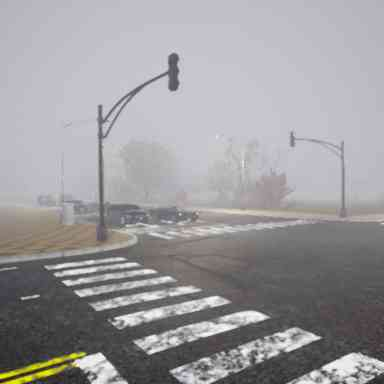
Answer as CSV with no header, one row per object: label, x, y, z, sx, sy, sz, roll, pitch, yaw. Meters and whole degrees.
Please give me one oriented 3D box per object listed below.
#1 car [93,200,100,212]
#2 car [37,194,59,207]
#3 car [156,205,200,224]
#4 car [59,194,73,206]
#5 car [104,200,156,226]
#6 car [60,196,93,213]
car,-10.996,1.650,40.188,1.895,1.301,4.718,-1,1,-33
car,-23.543,1.413,53.724,2.150,2.045,5.566,-1,1,-33
car,-1.374,1.635,25.350,1.895,1.301,4.718,-1,1,-33
car,-20.817,1.372,55.492,2.150,2.045,5.566,-1,1,-33
car,-4.846,1.592,24.722,1.837,1.490,4.892,-1,1,-34
car,-13.097,1.578,37.452,1.882,1.535,5.008,-1,1,-33
